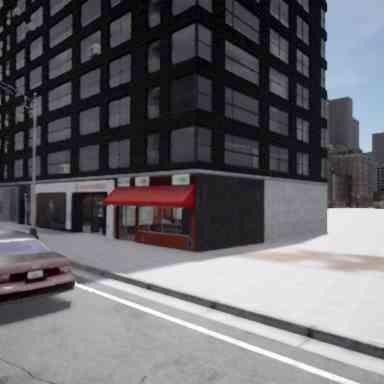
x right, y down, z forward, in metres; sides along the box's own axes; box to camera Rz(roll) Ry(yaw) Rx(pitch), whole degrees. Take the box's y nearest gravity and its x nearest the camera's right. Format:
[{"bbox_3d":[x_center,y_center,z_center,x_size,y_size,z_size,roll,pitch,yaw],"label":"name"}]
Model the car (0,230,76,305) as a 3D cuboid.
[{"bbox_3d":[-4.863,1.646,8.122,5.357,1.411,2.033,0,-1,43],"label":"car"}]
